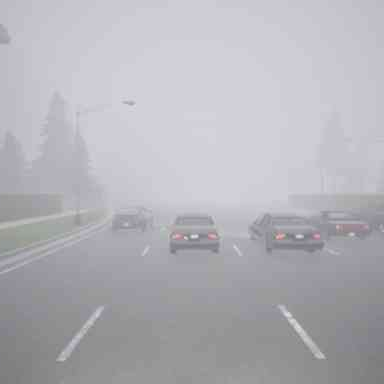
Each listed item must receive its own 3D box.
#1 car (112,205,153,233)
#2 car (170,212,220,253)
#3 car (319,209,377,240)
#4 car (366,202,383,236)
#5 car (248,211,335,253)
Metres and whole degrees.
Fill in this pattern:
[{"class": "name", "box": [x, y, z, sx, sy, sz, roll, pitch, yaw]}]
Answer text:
[{"class": "car", "box": [-3.407, 1.507, 19.549, 1.812, 1.442, 4.674, 0, 0, 0]}, {"class": "car", "box": [0.091, 1.534, 13.621, 2.033, 1.411, 5.357, 0, 0, 0]}, {"class": "car", "box": [7.093, 1.585, 16.972, 1.895, 1.301, 4.718, 0, 0, 0]}, {"class": "car", "box": [10.592, 1.335, 18.283, 2.097, 1.767, 4.553, 0, 0, 0]}, {"class": "car", "box": [3.592, 1.534, 13.620, 2.033, 1.411, 5.357, 0, 0, 0]}]
